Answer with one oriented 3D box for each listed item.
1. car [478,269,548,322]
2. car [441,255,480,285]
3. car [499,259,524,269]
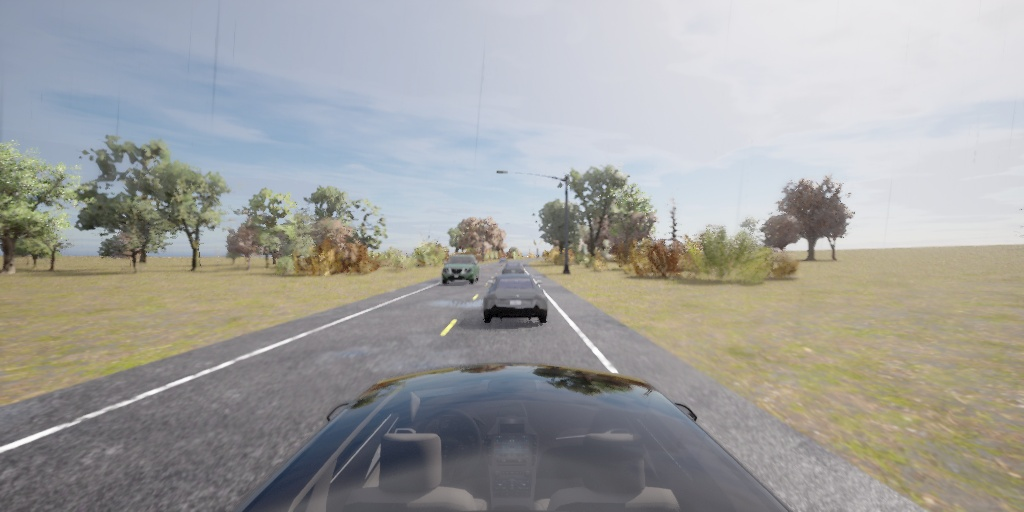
[{"bbox_3d":[0.102,1.296,12.221,1.994,1.385,4.181,0,0,0],"label":"car"},{"bbox_3d":[-3.590,0.930,25.905,2.150,2.045,5.566,0,0,0],"label":"car"},{"bbox_3d":[0.106,1.262,32.292,1.994,1.385,4.181,0,0,0],"label":"car"}]
